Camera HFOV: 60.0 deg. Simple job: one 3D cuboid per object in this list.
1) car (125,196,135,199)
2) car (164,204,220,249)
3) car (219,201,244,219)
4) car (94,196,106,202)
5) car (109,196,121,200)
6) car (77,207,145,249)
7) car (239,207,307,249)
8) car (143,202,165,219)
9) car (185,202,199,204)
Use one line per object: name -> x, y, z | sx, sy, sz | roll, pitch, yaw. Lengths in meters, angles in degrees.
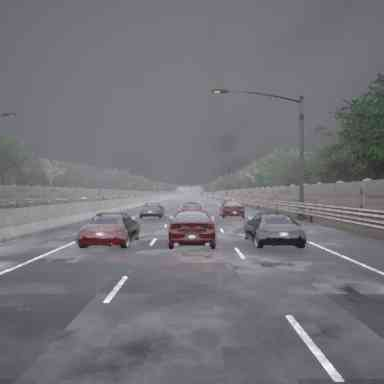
car -> -14.000, 1.597, 75.918 | 2.128, 1.511, 4.902 | 0, 0, 0
car -> 0.000, 1.489, 14.652 | 1.882, 1.535, 5.008 | 0, 0, 0
car -> 3.500, 1.515, 29.655 | 1.882, 1.535, 5.008 | 0, 0, 0
car -> -21.000, 1.625, 75.918 | 1.994, 1.385, 4.181 | 0, 0, 0
car -> -17.500, 1.625, 75.918 | 1.994, 1.385, 4.181 | 0, 0, 0
car -> -3.500, 1.577, 14.652 | 1.994, 1.385, 4.181 | 0, 0, 0
car -> 3.500, 1.577, 14.652 | 1.994, 1.385, 4.181 | 0, 0, 0
car -> -3.500, 1.603, 29.655 | 1.994, 1.385, 4.181 | 0, 0, 0
car -> 0.000, 1.594, 29.654 | 2.033, 1.411, 5.357 | 0, 0, 0
